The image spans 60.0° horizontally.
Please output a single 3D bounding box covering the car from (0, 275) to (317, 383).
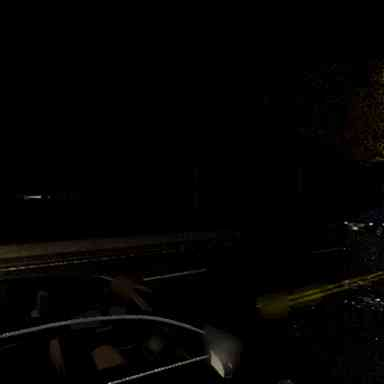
[{"bbox_3d":[-0.944,1.510,2.766,4.892,1.490,1.837,1,-1,-35],"label":"car"}]

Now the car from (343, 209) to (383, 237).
[{"bbox_3d":[10.686,1.709,19.259,4.674,1.442,1.812,1,0,-35],"label":"car"}]
